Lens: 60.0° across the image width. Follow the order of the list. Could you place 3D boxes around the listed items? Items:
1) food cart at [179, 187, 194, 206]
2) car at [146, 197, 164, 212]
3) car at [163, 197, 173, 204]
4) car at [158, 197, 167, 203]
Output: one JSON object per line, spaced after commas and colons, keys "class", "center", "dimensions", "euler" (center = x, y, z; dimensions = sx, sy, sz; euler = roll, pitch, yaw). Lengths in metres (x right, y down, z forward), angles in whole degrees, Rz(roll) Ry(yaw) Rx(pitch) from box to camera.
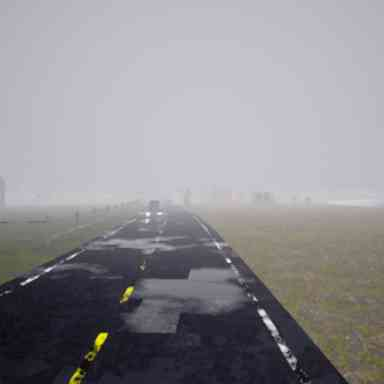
{"class": "food cart", "center": [-1.020, 0.879, 63.173], "dimensions": [2.280, 3.560, 4.660], "euler": [-1, -1, -7]}
{"class": "car", "center": [-4.743, 1.748, 42.120], "dimensions": [1.837, 1.490, 4.892], "euler": [0, 0, -5]}
{"class": "car", "center": [-5.252, 1.920, 71.540], "dimensions": [1.895, 1.301, 4.718], "euler": [0, 0, -9]}
{"class": "car", "center": [-7.825, 2.028, 87.288], "dimensions": [2.033, 1.411, 5.357], "euler": [0, -1, -10]}
